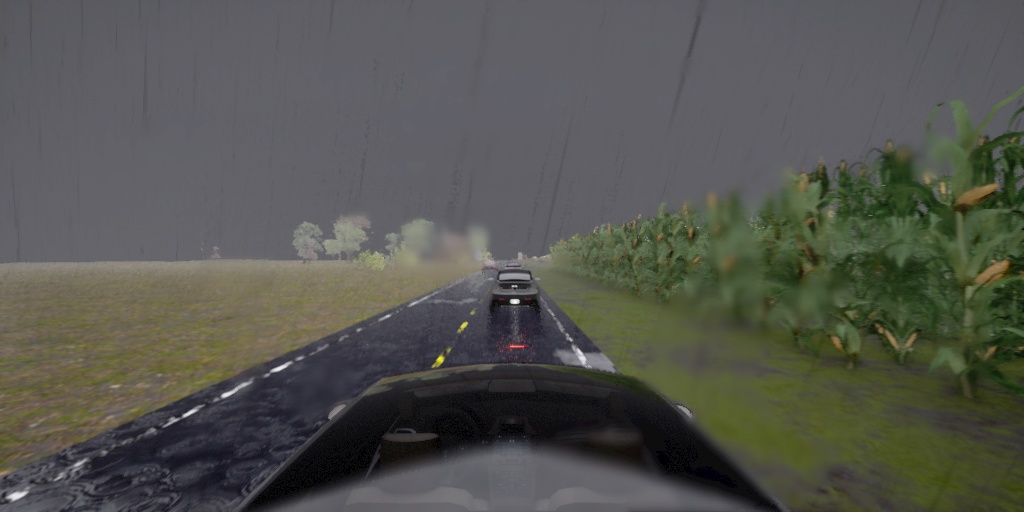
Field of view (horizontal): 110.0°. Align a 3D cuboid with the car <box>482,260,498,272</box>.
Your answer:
[{"bbox_3d":[-2.834,1.273,46.671,1.882,1.535,5.008,0,0,0],"label":"car"}]

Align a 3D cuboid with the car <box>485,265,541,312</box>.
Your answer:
[{"bbox_3d":[0.096,1.262,14.337,1.837,1.490,4.892,0,0,0],"label":"car"}]

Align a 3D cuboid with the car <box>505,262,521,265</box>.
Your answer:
[{"bbox_3d":[0.088,1.267,33.629,2.128,1.511,4.902,0,0,0],"label":"car"}]
